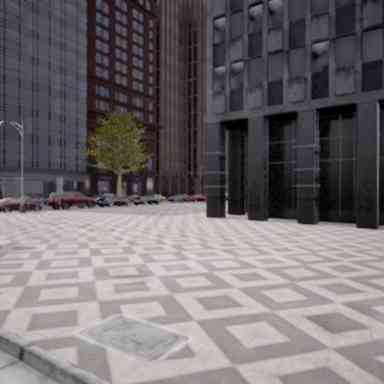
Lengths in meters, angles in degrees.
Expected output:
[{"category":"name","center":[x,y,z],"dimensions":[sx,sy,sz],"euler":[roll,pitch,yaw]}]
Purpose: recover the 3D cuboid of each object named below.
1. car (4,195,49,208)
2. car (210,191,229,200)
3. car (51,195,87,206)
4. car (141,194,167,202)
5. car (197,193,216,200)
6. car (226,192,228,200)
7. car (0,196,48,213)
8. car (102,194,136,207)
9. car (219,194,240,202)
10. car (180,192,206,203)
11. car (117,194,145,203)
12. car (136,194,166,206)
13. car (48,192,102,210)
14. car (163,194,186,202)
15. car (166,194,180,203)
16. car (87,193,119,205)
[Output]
[{"category":"car","center":[-19.203,1.105,38.784],"dimensions":[1.947,1.339,4.313],"euler":[0,0,35]},{"category":"car","center":[6.372,0.750,75.949],"dimensions":[2.192,1.841,5.009],"euler":[0,0,35]},{"category":"car","center":[-16.007,1.103,43.429],"dimensions":[1.802,1.307,4.206],"euler":[0,0,35]},{"category":"car","center":[-6.513,1.003,57.226],"dimensions":[1.752,1.417,4.829],"euler":[0,0,35]},{"category":"car","center":[3.174,0.990,71.304],"dimensions":[1.887,1.381,4.507],"euler":[0,0,35]},{"category":"car","center":[3.800,0.800,57.174],"dimensions":[2.192,1.841,5.009],"euler":[0,0,35]},{"category":"car","center":[-15.379,1.161,29.303],"dimensions":[1.802,1.307,4.206],"euler":[0,0,35]},{"category":"car","center":[-8.986,1.107,38.594],"dimensions":[1.947,1.339,4.313],"euler":[0,0,35]},{"category":"car","center":[6.996,1.041,61.819],"dimensions":[1.947,1.339,4.313],"euler":[0,0,35]},{"category":"car","center":[0.603,1.041,52.529],"dimensions":[1.887,1.381,4.507],"euler":[0,0,35]},{"category":"car","center":[-9.613,1.072,52.721],"dimensions":[1.802,1.307,4.206],"euler":[0,0,35]},{"category":"car","center":[-5.790,1.090,43.238],"dimensions":[1.947,1.339,4.313],"euler":[0,0,35]},{"category":"car","center":[-12.181,0.873,33.948],"dimensions":[2.192,1.841,5.009],"euler":[0,0,35]},{"category":"car","center":[-3.220,1.032,62.013],"dimensions":[1.947,1.339,4.313],"euler":[0,0,35]},{"category":"car","center":[-1.639,1.038,53.888],"dimensions":[2.033,1.411,5.357],"euler":[0,0,35]},{"category":"car","center":[-12.810,0.945,48.074],"dimensions":[1.967,1.590,4.097],"euler":[0,0,35]}]
